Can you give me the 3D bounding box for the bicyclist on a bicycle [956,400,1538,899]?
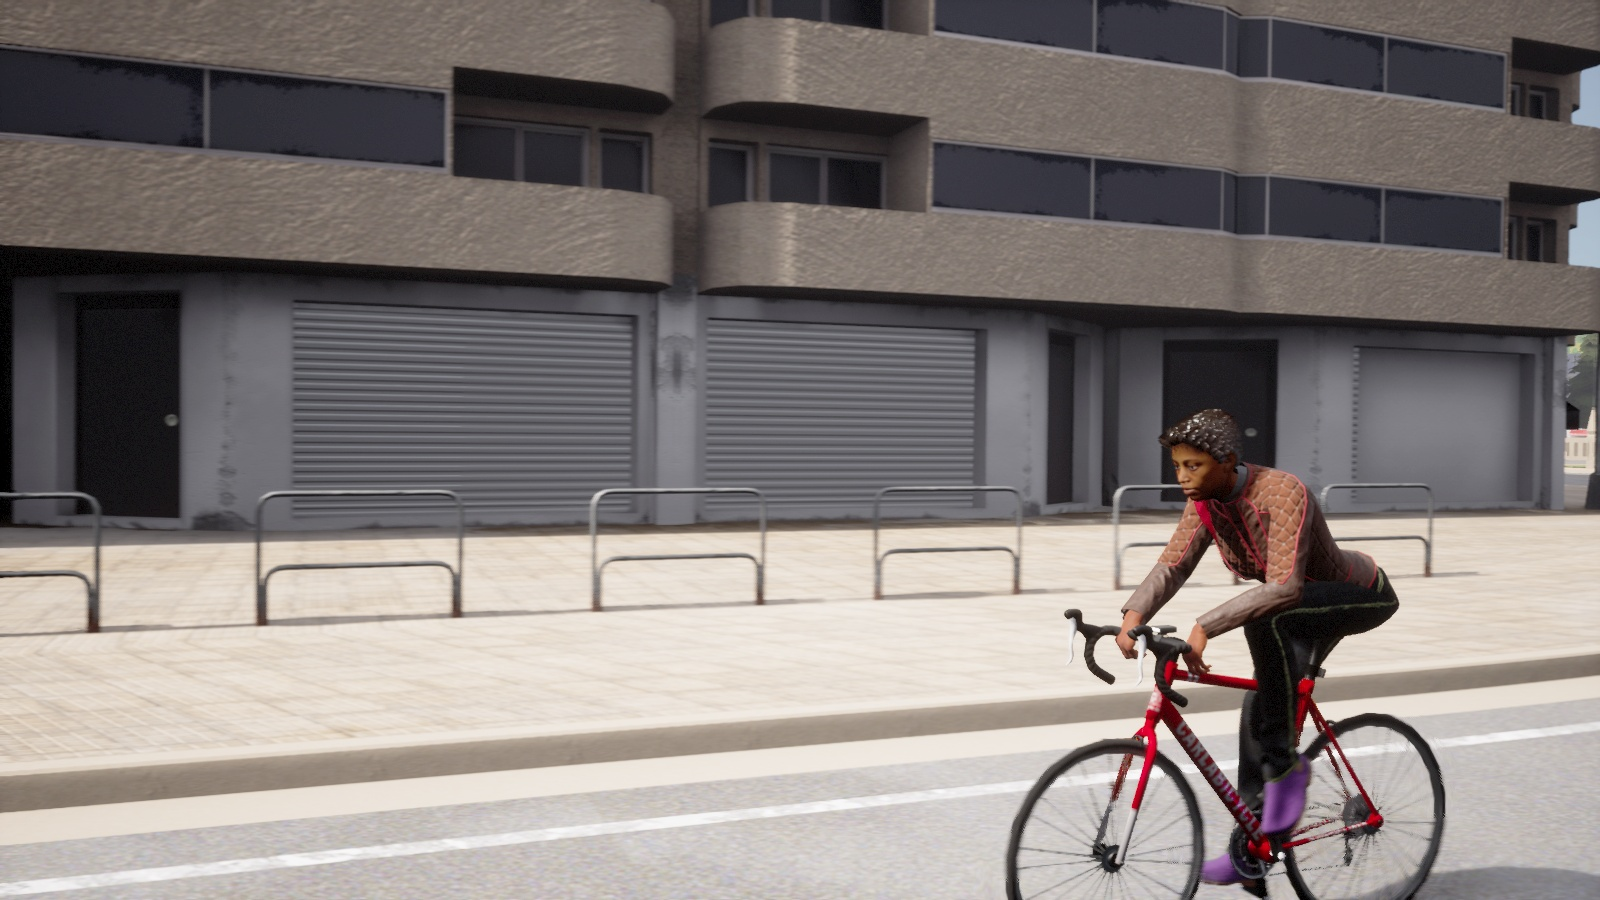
[{"bbox_3d":[1.353,0.675,3.774,1.656,1.620,0.582,-1,1,-21],"label":"bicyclist on a bicycle"}]
